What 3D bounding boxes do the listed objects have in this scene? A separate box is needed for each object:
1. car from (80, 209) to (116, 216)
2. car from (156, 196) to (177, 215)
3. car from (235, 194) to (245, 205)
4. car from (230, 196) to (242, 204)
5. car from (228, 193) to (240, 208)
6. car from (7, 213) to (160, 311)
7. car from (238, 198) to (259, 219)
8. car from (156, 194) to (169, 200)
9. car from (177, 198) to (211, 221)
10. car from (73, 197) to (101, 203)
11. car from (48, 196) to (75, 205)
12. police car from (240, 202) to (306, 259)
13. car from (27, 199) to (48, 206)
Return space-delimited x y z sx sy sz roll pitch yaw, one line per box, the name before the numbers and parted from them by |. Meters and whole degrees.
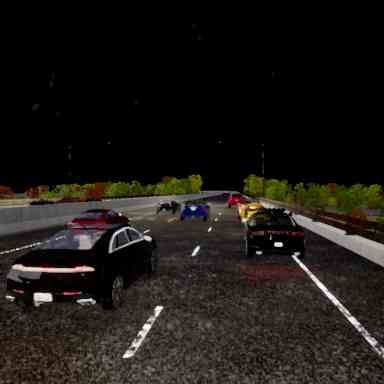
car | -4.537 1.559 16.612 1.994 1.385 4.181 0 0 7
car | -2.339 1.480 33.976 2.128 1.511 4.902 0 0 7
car | 4.992 1.343 28.590 2.097 1.767 4.553 0 0 7
car | 8.437 1.468 64.161 2.128 1.511 4.902 0 0 7
car | 6.275 1.206 47.079 2.150 2.045 5.566 0 0 7
car | -2.120 1.491 7.831 2.128 1.511 4.902 0 0 7
car | 4.267 1.449 22.855 1.801 1.575 5.366 0 0 7
car | -7.068 1.123 81.027 2.033 1.411 5.357 0 0 7
car | 0.379 1.344 27.568 2.097 1.767 4.553 0 0 7
car | -12.280 1.513 40.644 1.812 1.442 4.674 0 0 7
car | -15.631 1.339 42.035 2.097 1.767 4.553 0 0 7
police car | 3.001 1.422 12.855 1.930 1.638 5.238 0 0 7
car | -19.115 1.551 42.380 1.994 1.385 4.181 0 0 7
